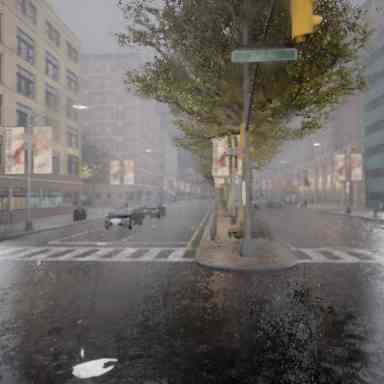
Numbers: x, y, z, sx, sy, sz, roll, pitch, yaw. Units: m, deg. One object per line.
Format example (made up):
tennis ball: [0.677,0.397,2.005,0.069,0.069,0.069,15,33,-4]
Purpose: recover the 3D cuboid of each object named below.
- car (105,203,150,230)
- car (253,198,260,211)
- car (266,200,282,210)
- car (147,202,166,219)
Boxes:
car: [-4.766,1.818,24.033,2.128,1.511,4.902,-1,-1,5]
car: [8.939,1.963,49.496,1.882,1.535,5.008,-1,-1,5]
car: [12.690,1.963,51.439,2.128,1.511,4.902,-1,-1,4]
car: [-3.954,1.783,33.844,2.097,1.767,4.553,-1,-1,5]
